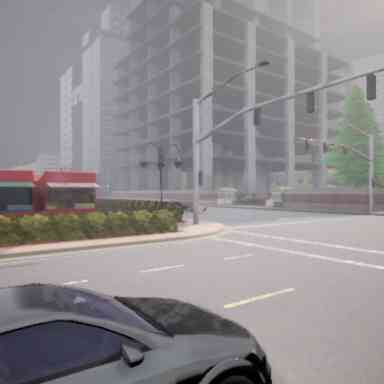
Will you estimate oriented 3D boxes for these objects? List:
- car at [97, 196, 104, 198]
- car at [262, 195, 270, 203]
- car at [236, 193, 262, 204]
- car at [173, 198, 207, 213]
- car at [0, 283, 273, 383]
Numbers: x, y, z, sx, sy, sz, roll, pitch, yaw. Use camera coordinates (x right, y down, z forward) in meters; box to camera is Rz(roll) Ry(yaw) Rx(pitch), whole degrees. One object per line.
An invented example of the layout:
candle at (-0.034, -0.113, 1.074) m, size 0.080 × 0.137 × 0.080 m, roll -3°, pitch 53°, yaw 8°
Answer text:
car at (-15.929, 1.456, 56.936) m, size 2.033 × 1.411 × 5.357 m, roll 0°, pitch 0°, yaw -35°
car at (11.666, 1.031, 58.146) m, size 1.905 × 1.878 × 3.866 m, roll 0°, pitch 0°, yaw -36°
car at (9.274, 1.037, 56.435) m, size 1.905 × 1.878 × 3.866 m, roll 0°, pitch 0°, yaw -36°
car at (-0.358, 1.396, 35.325) m, size 2.128 × 1.511 × 4.902 m, roll 0°, pitch 0°, yaw -36°
car at (-1.253, 1.563, 2.896) m, size 4.181 × 1.385 × 1.994 m, roll 0°, pitch 0°, yaw -35°
